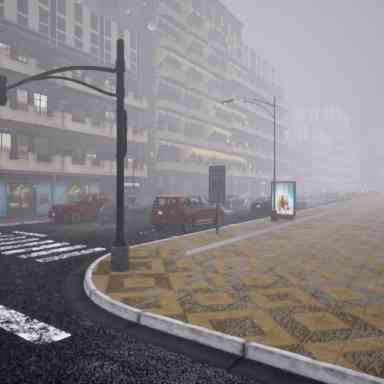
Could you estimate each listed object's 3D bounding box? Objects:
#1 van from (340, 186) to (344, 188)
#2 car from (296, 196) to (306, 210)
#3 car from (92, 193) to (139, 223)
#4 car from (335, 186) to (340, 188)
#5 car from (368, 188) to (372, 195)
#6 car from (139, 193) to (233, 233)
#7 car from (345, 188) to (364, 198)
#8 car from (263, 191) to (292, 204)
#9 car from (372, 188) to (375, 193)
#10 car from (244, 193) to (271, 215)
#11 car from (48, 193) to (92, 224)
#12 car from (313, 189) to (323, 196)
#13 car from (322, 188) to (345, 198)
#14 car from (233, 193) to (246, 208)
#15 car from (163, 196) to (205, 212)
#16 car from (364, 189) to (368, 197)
[{"bbox_3d":[37.414,-0.446,86.109,1.690,1.788,3.998,2,2,35],"label":"van"},{"bbox_3d":[9.386,0.965,31.358,1.947,1.339,4.313,1,2,35],"label":"car"},{"bbox_3d":[-4.007,1.022,22.318,2.097,1.767,4.553,0,1,35],"label":"car"},{"bbox_3d":[34.238,-0.239,81.565,1.967,1.590,4.097,2,2,35],"label":"car"},{"bbox_3d":[34.798,0.096,67.737,1.887,1.381,4.507,1,2,35],"label":"car"},{"bbox_3d":[-0.142,1.026,17.708,2.192,1.841,5.009,1,2,35],"label":"car"},{"bbox_3d":[28.445,0.309,58.643,1.887,1.381,4.507,1,2,35],"label":"car"},{"bbox_3d":[11.428,0.654,44.337,2.128,1.511,4.902,0,1,35],"label":"car"},{"bbox_3d":[37.974,-0.012,72.285,1.887,1.381,4.507,1,2,35],"label":"car"},{"bbox_3d":[6.209,1.069,26.809,1.947,1.339,4.313,1,2,35],"label":"car"},{"bbox_3d":[-7.047,1.010,22.456,2.192,1.841,5.009,1,2,35],"label":"car"},{"bbox_3d":[27.885,-0.025,72.471,1.967,1.590,4.097,2,2,35],"label":"car"},{"bbox_3d":[24.595,0.380,57.681,1.994,1.385,4.181,0,1,35],"label":"car"},{"bbox_3d":[3.883,0.917,33.605,1.837,1.490,4.892,0,1,35],"label":"car"},{"bbox_3d":[-0.697,1.069,31.557,1.802,1.307,4.206,2,2,35],"label":"car"},{"bbox_3d":[31.622,0.098,63.187,1.967,1.590,4.097,1,2,35],"label":"car"}]
